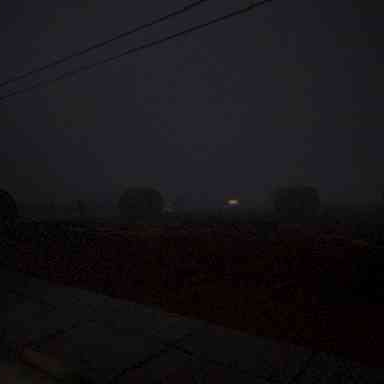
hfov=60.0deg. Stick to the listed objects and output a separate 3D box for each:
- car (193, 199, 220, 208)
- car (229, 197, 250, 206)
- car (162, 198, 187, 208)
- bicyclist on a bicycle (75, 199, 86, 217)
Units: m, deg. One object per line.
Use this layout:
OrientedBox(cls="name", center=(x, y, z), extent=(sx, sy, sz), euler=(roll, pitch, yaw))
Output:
OrientedBox(cls="car", center=(2.283, 1.739, 50.613), extent=(1.895, 1.301, 4.718), euler=(0, 0, 39))
OrientedBox(cls="car", center=(8.370, 1.613, 58.401), extent=(1.882, 1.535, 5.008), euler=(0, 0, 38))
OrientedBox(cls="car", center=(-2.726, 1.669, 50.114), extent=(1.837, 1.490, 4.892), euler=(0, -1, 39))
OrientedBox(cls="bicyclist on a bicycle", center=(-9.780, 1.423, 29.156), extent=(1.656, 1.620, 0.582), euler=(-1, 0, 38))
